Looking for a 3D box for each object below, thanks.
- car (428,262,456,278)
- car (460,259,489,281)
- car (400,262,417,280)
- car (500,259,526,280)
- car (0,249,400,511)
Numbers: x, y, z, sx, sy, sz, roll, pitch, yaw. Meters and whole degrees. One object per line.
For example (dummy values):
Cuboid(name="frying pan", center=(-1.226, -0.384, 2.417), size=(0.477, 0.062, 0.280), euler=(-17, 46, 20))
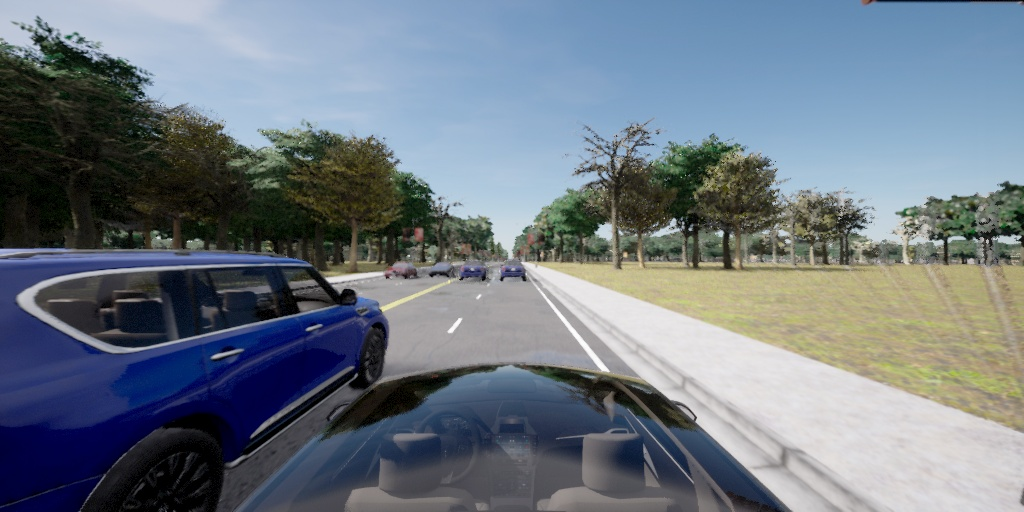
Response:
Cuboid(name="car", center=(-6.516, 1.314, 34.188), size=(2.033, 1.411, 5.357), euler=(0, 0, 0))
Cuboid(name="car", center=(-3.158, 1.115, 30.803), size=(2.097, 1.767, 4.553), euler=(0, 0, 0))
Cuboid(name="car", center=(-9.787, 1.289, 32.028), size=(1.812, 1.442, 4.674), euler=(0, 0, 1))
Cuboid(name="car", center=(0.091, 1.115, 30.897), size=(2.097, 1.767, 4.553), euler=(0, 0, 0))
Cuboid(name="car", center=(-3.151, 0.972, 3.709), size=(2.150, 2.045, 5.566), euler=(0, 0, 0))
